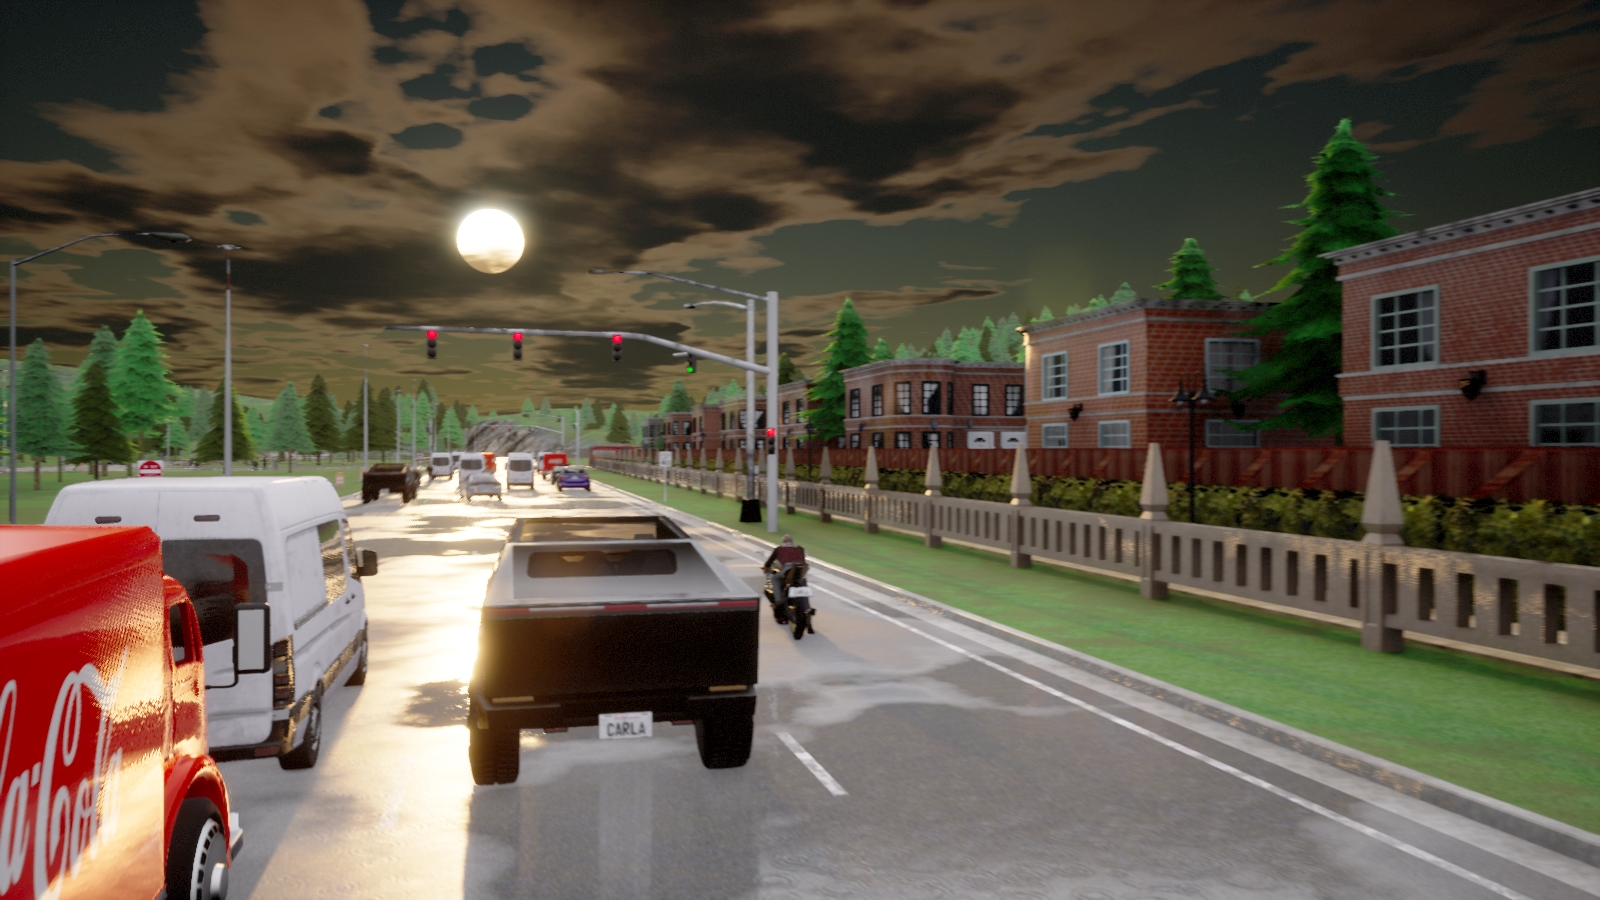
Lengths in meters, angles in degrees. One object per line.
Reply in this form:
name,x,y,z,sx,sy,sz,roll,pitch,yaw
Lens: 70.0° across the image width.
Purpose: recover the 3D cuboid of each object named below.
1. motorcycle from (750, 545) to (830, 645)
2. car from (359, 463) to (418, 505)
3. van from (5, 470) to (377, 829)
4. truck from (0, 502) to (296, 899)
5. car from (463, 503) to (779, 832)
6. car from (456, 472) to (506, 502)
motorcycle,-0.186,2.204,17.716,0.867,1.251,2.209,0,0,-11
car,-22.050,1.761,61.479,2.390,2.098,6.274,0,0,-14
van,-5.684,1.537,11.609,1.988,2.561,5.915,0,0,-14
truck,-3.850,1.569,4.470,2.627,2.467,5.204,0,0,-15
car,-2.098,1.754,11.726,2.390,2.098,6.274,0,0,-14
car,-18.072,2.040,64.557,2.097,1.535,5.006,0,0,-23
